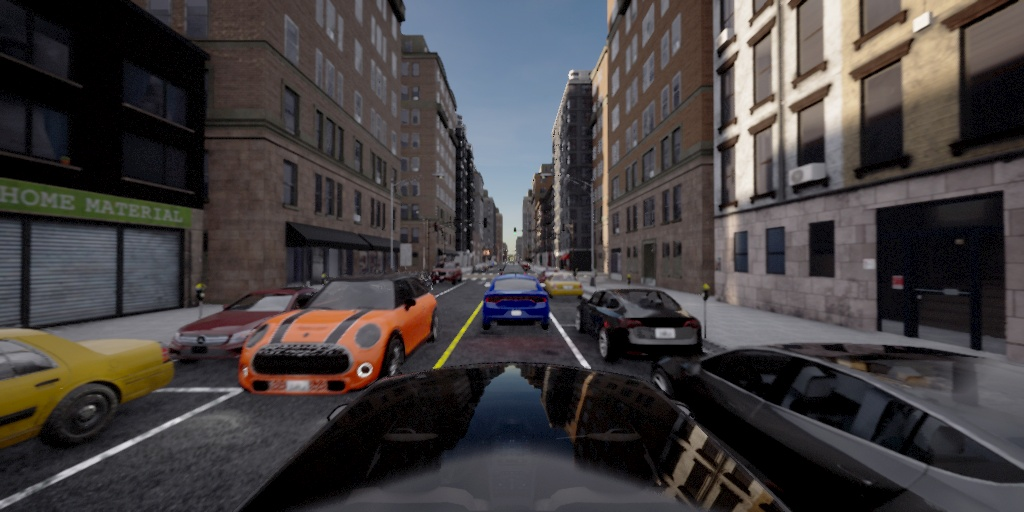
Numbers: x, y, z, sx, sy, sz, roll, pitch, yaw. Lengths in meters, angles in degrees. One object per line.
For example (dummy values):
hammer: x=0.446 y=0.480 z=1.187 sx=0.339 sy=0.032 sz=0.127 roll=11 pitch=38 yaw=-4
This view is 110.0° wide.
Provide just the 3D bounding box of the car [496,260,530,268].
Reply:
car: x=0.122 y=1.365 z=26.519 sx=2.097 sy=1.767 sz=4.553 roll=0 pitch=-1 yaw=0

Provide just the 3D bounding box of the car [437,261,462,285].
car: x=-5.362 y=1.363 z=29.917 sx=2.192 sy=1.841 sz=5.009 roll=0 pitch=0 yaw=0

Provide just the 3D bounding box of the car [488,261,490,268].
car: x=-5.333 y=1.924 z=61.833 sx=1.888 sy=1.381 sz=4.507 roll=0 pitch=0 yaw=0

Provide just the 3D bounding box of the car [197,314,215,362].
car: x=-5.382 y=1.403 z=8.267 sx=1.802 sy=1.307 sz=4.207 roll=0 pitch=0 yaw=0

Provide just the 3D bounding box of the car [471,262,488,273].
car: x=-5.338 y=1.873 z=56.379 sx=2.007 sy=1.370 sz=4.403 roll=0 pitch=0 yaw=0

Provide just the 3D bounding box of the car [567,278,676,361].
car: x=2.643 y=1.387 z=8.250 sx=1.948 sy=1.339 sz=4.313 roll=0 pitch=0 yaw=0

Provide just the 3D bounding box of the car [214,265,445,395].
car: x=-2.844 y=1.160 z=7.012 sx=2.097 sy=1.767 sz=4.553 roll=0 pitch=-1 yaw=0

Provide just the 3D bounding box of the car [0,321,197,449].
car: x=-5.387 y=1.288 z=2.684 sx=1.751 sy=1.417 sz=4.829 roll=0 pitch=0 yaw=0

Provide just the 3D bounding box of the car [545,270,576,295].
car: x=2.653 y=1.461 z=19.246 sx=1.751 sy=1.417 sz=4.829 roll=0 pitch=0 yaw=0

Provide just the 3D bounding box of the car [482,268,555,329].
car: x=0.109 y=1.337 z=11.765 sx=1.882 sy=1.535 sz=5.008 roll=0 pitch=0 yaw=0

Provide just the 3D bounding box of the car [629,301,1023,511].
car: x=2.638 y=1.328 z=2.838 sx=1.948 sy=1.339 sz=4.313 roll=0 pitch=0 yaw=0
